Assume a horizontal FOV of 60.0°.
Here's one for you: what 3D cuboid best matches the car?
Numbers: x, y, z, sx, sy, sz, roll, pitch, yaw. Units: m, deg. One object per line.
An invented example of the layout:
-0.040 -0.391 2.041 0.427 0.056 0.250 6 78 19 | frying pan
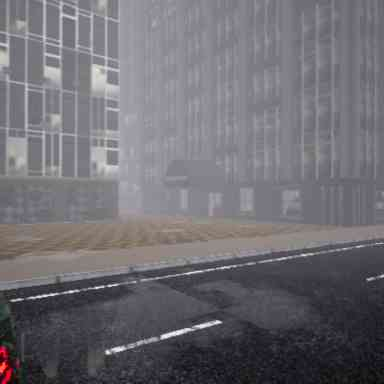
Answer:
-3.634 1.188 1.092 5.566 2.045 2.150 1 -1 -36 | car
